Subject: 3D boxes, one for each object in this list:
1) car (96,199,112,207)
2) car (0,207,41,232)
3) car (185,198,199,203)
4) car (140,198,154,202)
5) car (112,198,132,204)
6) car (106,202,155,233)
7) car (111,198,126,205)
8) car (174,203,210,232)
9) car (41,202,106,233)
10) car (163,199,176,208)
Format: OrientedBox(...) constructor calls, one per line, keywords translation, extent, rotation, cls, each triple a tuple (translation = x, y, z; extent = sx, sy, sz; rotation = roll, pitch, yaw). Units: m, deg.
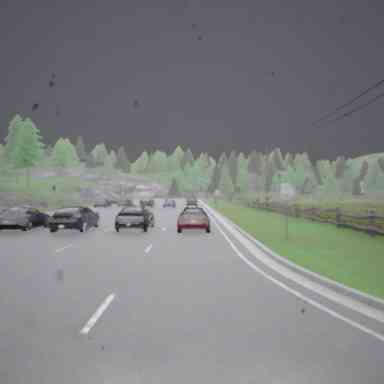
OrientedBox(translation=(-14.008, 1.760, 52.512), extent=(1.994, 1.385, 4.181), rotation=(0, 0, 0), cls="car")
OrientedBox(translation=(-10.403, 1.641, 20.656), extent=(1.994, 1.385, 4.181), rotation=(0, 0, 0), cls="car")
OrientedBox(translation=(-0.008, 1.700, 52.097), extent=(1.837, 1.490, 4.892), rotation=(0, 0, 0), cls="car")
OrientedBox(translation=(-7.008, 1.673, 52.096), extent=(1.882, 1.535, 5.008), rotation=(0, 0, 0), cls="car")
OrientedBox(translation=(-10.508, 1.686, 52.096), extent=(2.128, 1.511, 4.902), rotation=(0, 0, 0), cls="car")
OrientedBox(translation=(-3.404, 1.567, 20.309), extent=(2.128, 1.511, 4.902), rotation=(0, 0, 0), cls="car")
OrientedBox(translation=(-14.006, 1.853, 63.844), extent=(1.895, 1.301, 4.718), rotation=(0, 0, 0), cls="car")
OrientedBox(translation=(0.097, 1.643, 20.894), extent=(1.994, 1.385, 4.181), rotation=(0, 0, 0), cls="car")
OrientedBox(translation=(-6.902, 1.580, 19.976), extent=(1.837, 1.490, 4.892), rotation=(0, 0, 0), cls="car")
OrientedBox(translation=(-3.508, 1.743, 52.097), extent=(2.033, 1.411, 5.357), rotation=(0, 0, 0), cls="car")
